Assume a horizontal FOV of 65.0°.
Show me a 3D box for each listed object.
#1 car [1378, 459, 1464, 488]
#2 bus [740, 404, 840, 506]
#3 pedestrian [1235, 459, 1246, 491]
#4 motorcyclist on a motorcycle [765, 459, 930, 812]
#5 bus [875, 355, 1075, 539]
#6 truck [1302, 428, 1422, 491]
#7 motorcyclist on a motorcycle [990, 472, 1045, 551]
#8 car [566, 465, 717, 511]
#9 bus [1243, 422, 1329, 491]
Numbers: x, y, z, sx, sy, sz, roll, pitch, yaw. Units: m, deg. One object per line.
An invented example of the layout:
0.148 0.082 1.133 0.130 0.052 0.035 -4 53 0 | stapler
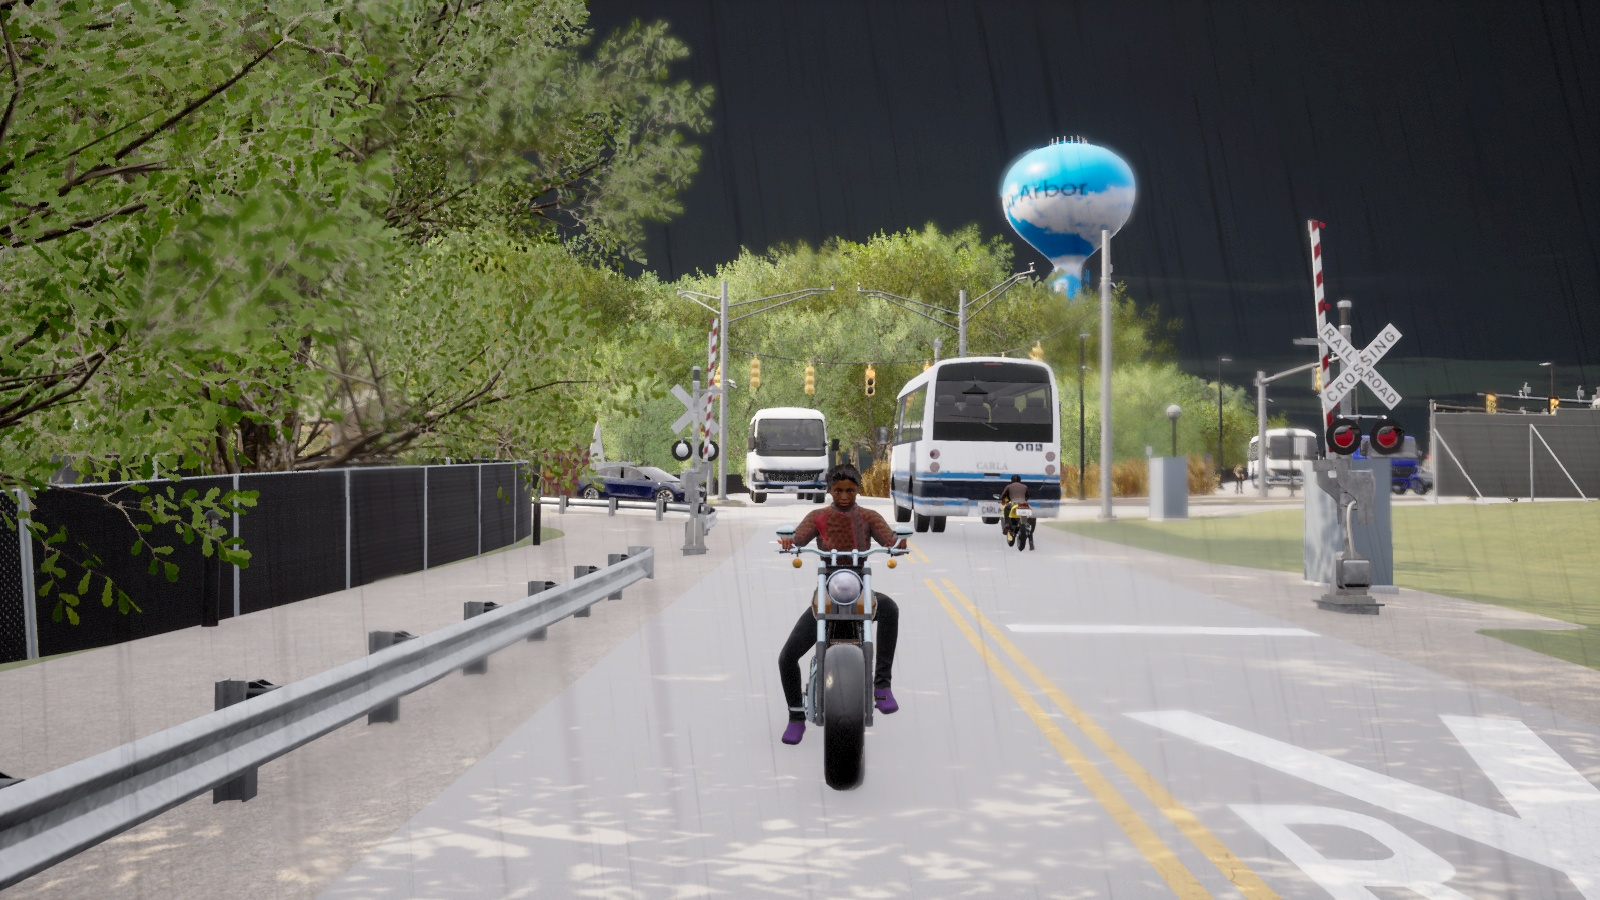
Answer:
36.104 1.366 73.142 2.152 1.651 5.027 0 -1 -5 | car
-0.662 0.267 57.705 3.944 4.253 10.273 0 -1 -4 | bus
25.667 1.456 73.142 0.345 1.836 0.594 0 -3 -4 | pedestrian
0.255 0.884 7.056 0.766 1.649 2.350 0 -1 2 | motorcyclist on a motorcycle
4.387 -0.010 34.388 3.944 4.253 10.273 1 -1 0 | bus
32.454 0.593 72.944 2.891 3.462 7.936 0 -1 -5 | truck
4.382 1.217 25.429 0.797 1.523 2.044 0 -1 1 | motorcyclist on a motorcycle
-5.464 1.300 43.211 4.792 1.488 2.163 0 -1 28 | car
33.065 0.568 85.930 3.944 4.253 10.273 0 -3 12 | bus
